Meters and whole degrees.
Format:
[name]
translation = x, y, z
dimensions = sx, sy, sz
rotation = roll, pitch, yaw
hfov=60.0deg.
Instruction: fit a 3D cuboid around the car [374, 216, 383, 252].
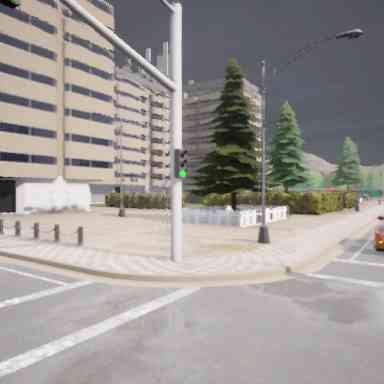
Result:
[car]
translation = 8.538, 1.335, 13.007
dimensions = 2.097, 1.767, 4.553
rotation = 0, 0, 36
